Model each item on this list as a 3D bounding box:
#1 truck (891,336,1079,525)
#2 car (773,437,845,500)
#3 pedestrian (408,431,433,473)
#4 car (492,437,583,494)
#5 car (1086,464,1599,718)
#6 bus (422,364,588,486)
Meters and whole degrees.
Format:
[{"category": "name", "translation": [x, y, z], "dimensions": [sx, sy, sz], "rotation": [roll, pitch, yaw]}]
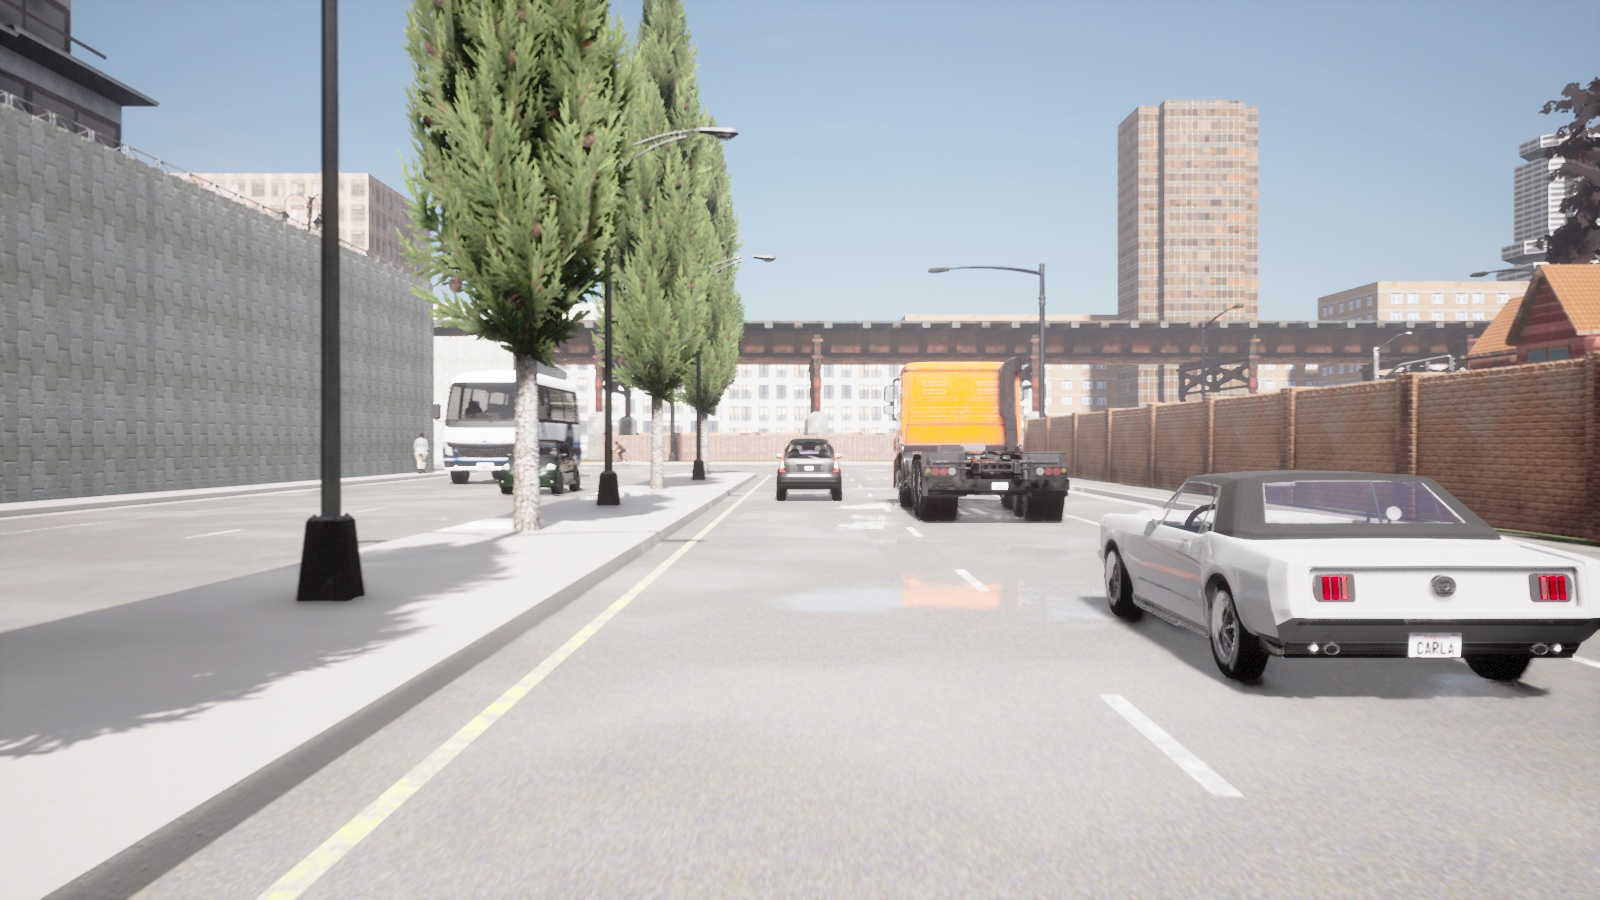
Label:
[{"category": "truck", "translation": [3.681, -0.384, 26.967], "dimensions": [2.891, 3.462, 7.936], "rotation": [0, 0, 0]}, {"category": "car", "translation": [0.237, 0.453, 34.195], "dimensions": [1.851, 1.617, 3.988], "rotation": [0, 0, 0]}, {"category": "pedestrian", "translation": [-16.731, 0.077, 55.393], "dimensions": [0.874, 1.855, 0.900], "rotation": [0, 0, -2]}, {"category": "car", "translation": [-7.743, 0.428, 37.426], "dimensions": [1.851, 1.617, 3.988], "rotation": [0, 0, 0]}, {"category": "car", "translation": [3.575, 0.798, 9.225], "dimensions": [1.895, 1.301, 4.718], "rotation": [0, 0, 0]}, {"category": "bus", "translation": [-11.163, -0.914, 49.026], "dimensions": [3.944, 4.253, 10.273], "rotation": [0, 0, 1]}]
